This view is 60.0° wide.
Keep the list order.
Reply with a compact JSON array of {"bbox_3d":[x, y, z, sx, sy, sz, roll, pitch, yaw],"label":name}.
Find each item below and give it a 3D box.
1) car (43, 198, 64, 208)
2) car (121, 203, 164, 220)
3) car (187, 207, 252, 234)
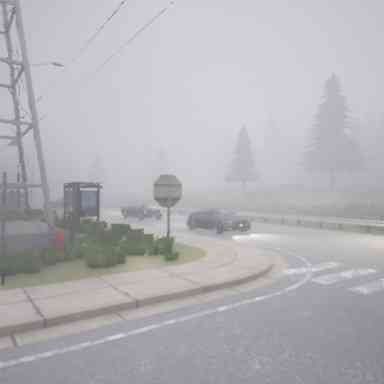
[{"bbox_3d":[-16.707,1.500,43.322,5.008,1.535,1.882,0,0,-3],"label":"car"},{"bbox_3d":[-4.204,1.626,27.709,1.895,1.301,4.718,0,0,-34],"label":"car"},{"bbox_3d":[1.483,1.588,19.340,1.994,1.385,4.181,0,0,-35],"label":"car"}]
